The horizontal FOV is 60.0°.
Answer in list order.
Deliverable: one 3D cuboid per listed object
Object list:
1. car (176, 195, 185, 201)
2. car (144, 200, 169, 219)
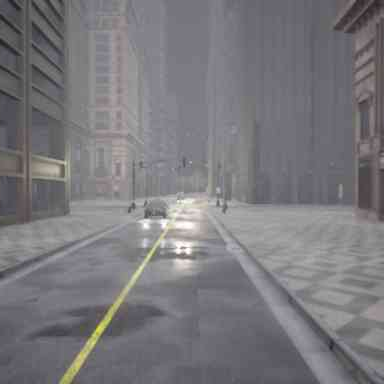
[{"bbox_3d":[-2.955,1.470,86.787,2.128,1.511,4.902,0,0,0],"label":"car"},{"bbox_3d":[-3.052,1.484,29.352,1.837,1.490,4.892,0,0,0],"label":"car"}]
